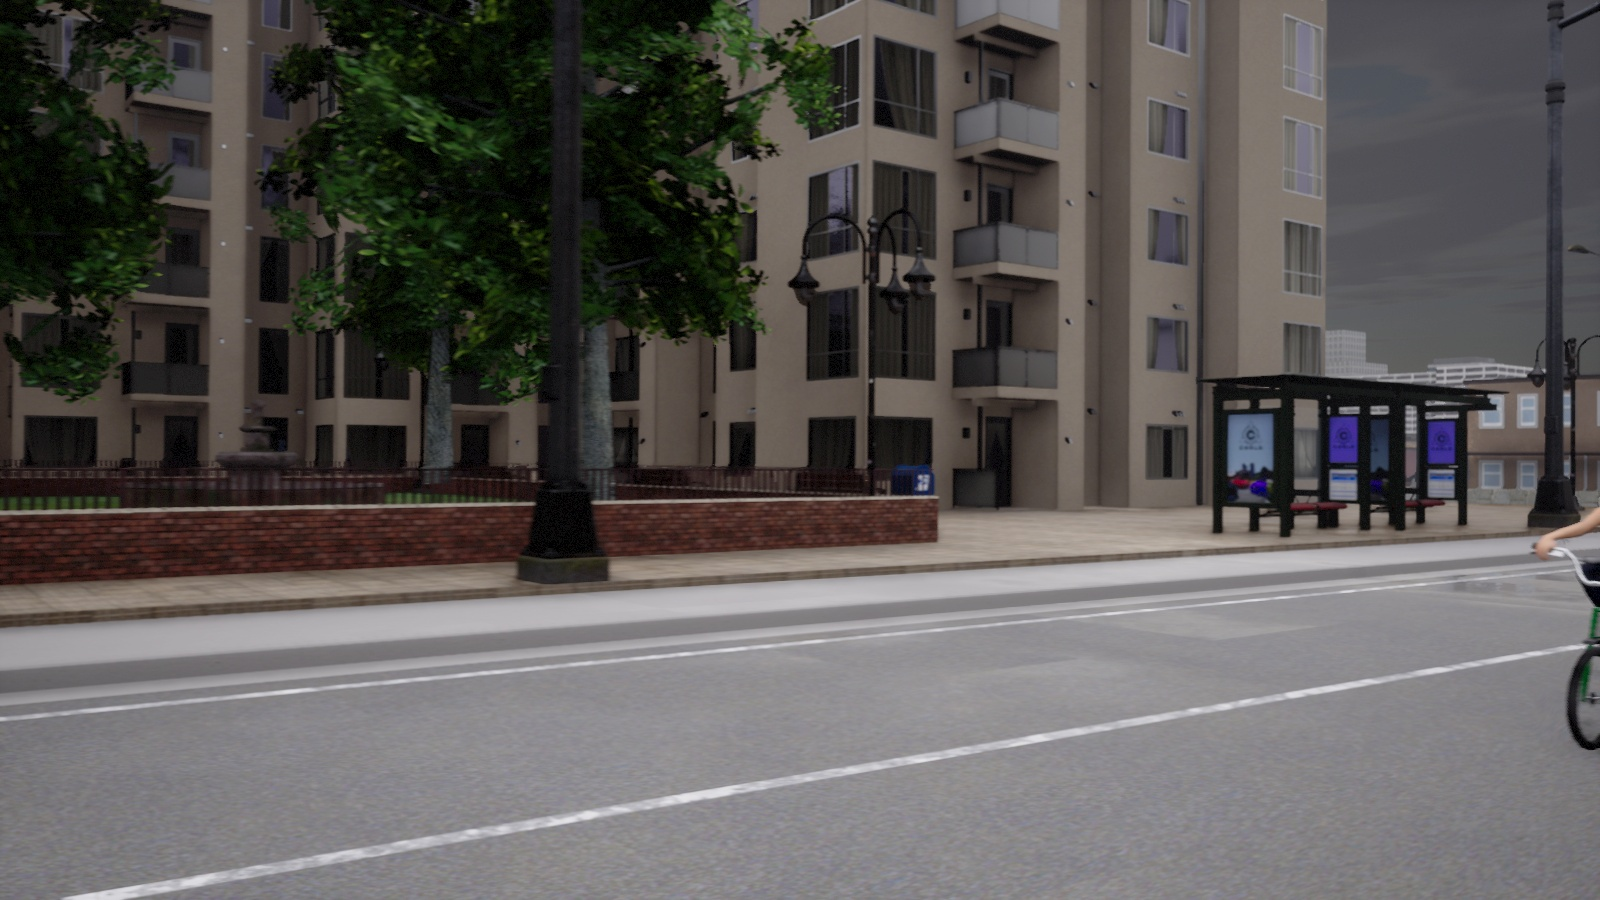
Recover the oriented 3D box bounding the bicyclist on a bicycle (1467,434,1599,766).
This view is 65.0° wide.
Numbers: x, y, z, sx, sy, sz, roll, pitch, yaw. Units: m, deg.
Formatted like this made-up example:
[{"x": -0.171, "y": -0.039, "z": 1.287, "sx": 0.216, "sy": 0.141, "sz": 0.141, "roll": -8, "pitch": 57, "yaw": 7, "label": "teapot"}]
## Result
[{"x": 4.394, "y": 0.734, "z": 6.707, "sx": 1.509, "sy": 1.612, "sz": 0.866, "roll": 0, "pitch": 0, "yaw": -35, "label": "bicyclist on a bicycle"}]
